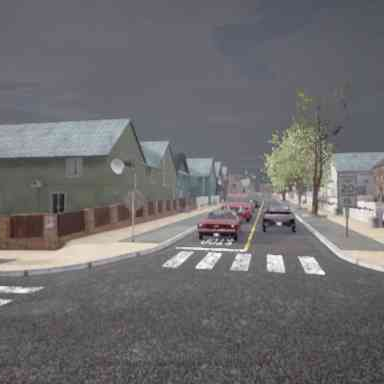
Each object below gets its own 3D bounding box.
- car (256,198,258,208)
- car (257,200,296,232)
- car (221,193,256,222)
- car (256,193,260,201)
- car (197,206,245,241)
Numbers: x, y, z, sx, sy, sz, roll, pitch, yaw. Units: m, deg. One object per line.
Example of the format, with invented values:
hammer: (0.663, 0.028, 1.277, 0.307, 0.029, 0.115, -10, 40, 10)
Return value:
car: (5.836, 1.570, 36.149, 1.895, 1.301, 4.718, 0, 0, 13)
car: (5.255, 1.477, 20.293, 2.128, 1.511, 4.902, 0, 0, 13)
car: (3.633, 1.200, 26.435, 2.150, 2.045, 5.566, 0, 0, 13)
car: (8.248, 1.179, 46.495, 2.150, 2.045, 5.566, 0, 0, 17)
car: (1.515, 1.587, 16.917, 1.895, 1.301, 4.718, 0, 0, 11)
